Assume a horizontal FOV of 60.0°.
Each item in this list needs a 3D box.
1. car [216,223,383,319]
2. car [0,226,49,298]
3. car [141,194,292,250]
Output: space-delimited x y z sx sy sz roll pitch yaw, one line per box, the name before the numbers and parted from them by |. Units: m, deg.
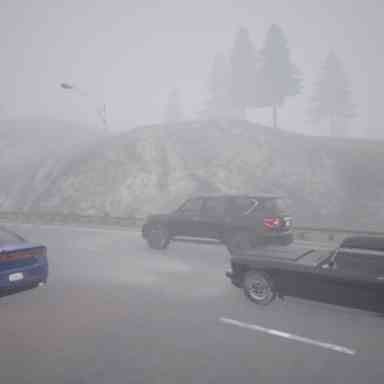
car | 3.026 1.510 6.202 4.718 1.301 1.895 0 1 35
car | -5.370 1.427 7.488 5.008 1.535 1.882 0 0 32
car | 0.757 1.083 11.955 5.566 2.045 2.150 0 0 32
